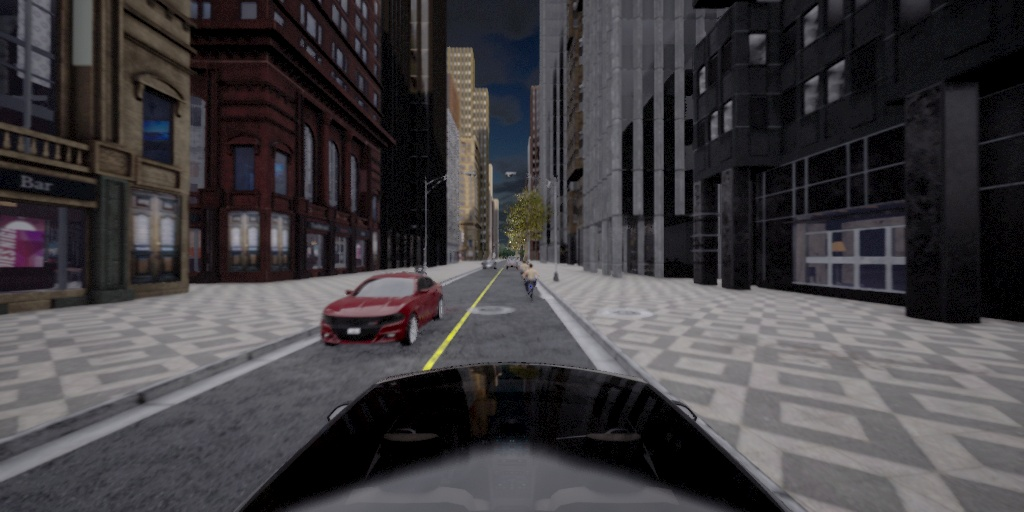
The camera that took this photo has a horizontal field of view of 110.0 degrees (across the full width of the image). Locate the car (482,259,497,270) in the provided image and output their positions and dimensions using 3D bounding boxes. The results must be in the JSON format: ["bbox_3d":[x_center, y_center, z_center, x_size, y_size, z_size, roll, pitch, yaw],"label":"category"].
[{"bbox_3d":[-3.078,1.197,49.897,2.128,1.511,4.902,0,0,0],"label":"car"}]

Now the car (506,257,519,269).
[{"bbox_3d":[0.045,1.258,54.555,2.033,1.411,5.357,0,0,0],"label":"car"}]

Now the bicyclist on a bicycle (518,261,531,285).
[{"bbox_3d":[0.844,1.133,24.895,0.866,1.612,1.509,0,0,0],"label":"bicyclist on a bicycle"}]

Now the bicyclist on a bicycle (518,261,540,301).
[{"bbox_3d":[0.847,1.146,16.039,0.866,1.612,1.509,0,0,0],"label":"bicyclist on a bicycle"}]

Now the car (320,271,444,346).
[{"bbox_3d":[-3.099,1.202,9.534,1.882,1.535,5.008,0,0,0],"label":"car"}]
